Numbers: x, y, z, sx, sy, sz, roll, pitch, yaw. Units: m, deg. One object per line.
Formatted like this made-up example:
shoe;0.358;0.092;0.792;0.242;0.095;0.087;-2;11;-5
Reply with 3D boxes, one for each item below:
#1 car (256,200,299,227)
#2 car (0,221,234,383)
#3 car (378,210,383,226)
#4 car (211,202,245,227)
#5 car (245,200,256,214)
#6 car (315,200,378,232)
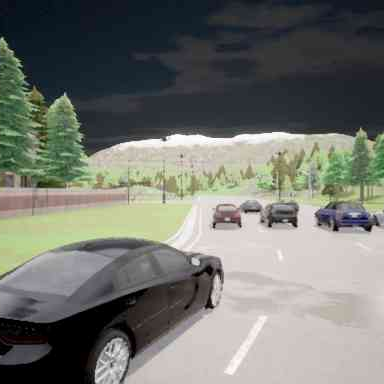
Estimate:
car;5.816;1.501;22.670;1.837;1.490;4.892;0;0;3
car;-1.071;1.477;5.354;1.882;1.535;5.008;0;0;26
car;12.820;1.522;20.236;1.812;1.442;4.674;0;0;2
car;2.316;1.522;22.687;1.812;1.442;4.674;0;0;3
car;6.273;1.558;35.412;1.994;1.385;4.181;0;0;2
car;9.144;1.348;20.458;2.097;1.767;4.553;0;0;5
